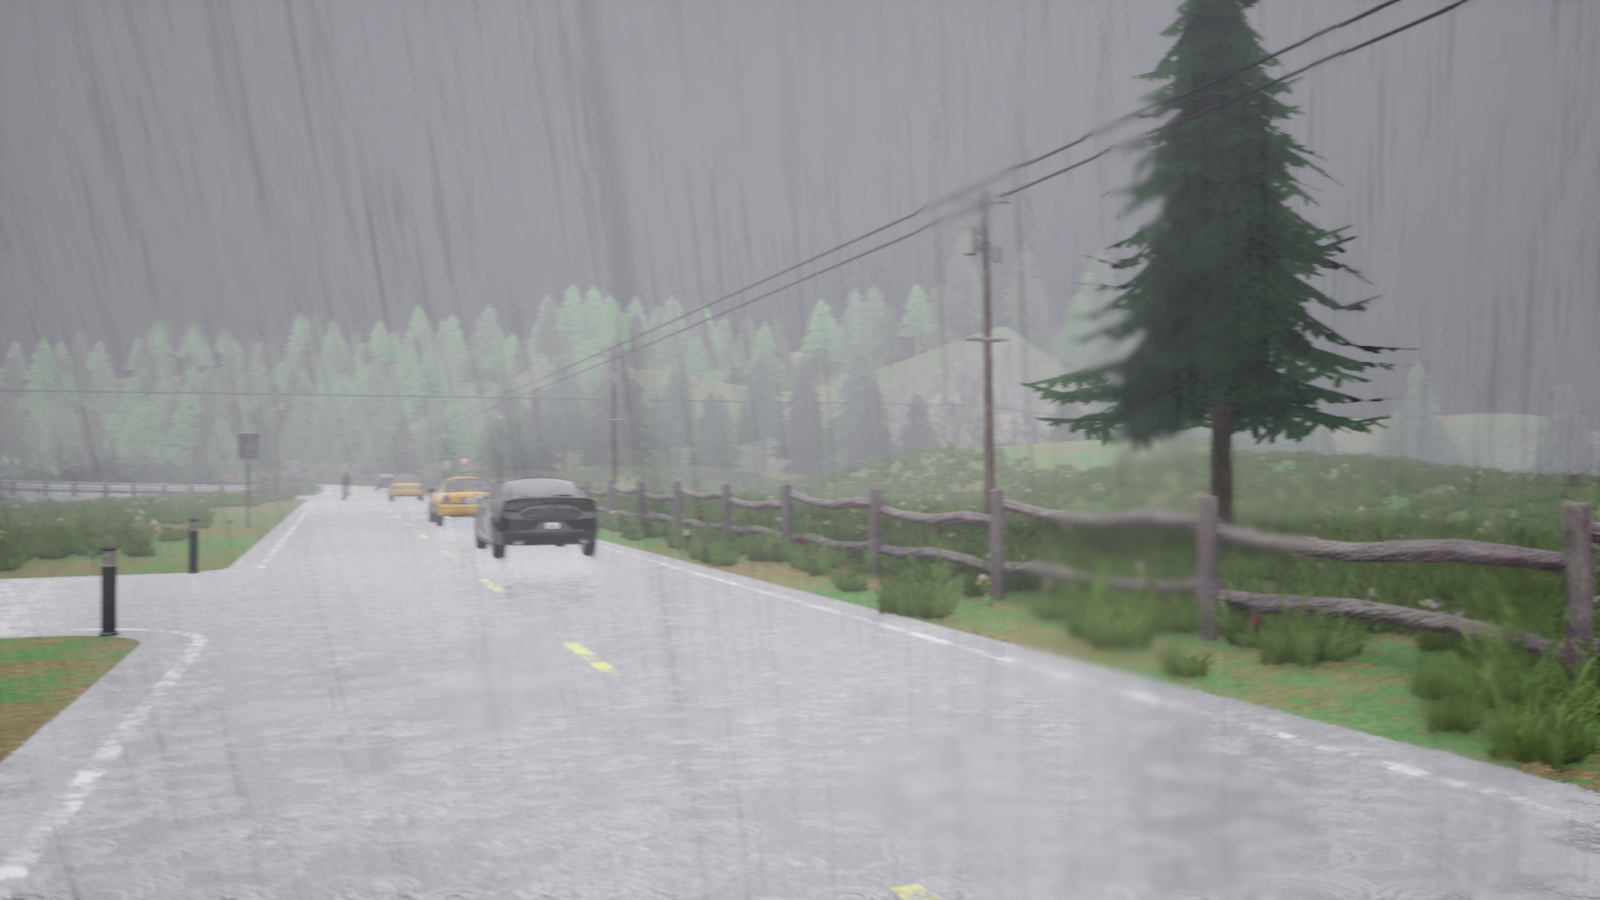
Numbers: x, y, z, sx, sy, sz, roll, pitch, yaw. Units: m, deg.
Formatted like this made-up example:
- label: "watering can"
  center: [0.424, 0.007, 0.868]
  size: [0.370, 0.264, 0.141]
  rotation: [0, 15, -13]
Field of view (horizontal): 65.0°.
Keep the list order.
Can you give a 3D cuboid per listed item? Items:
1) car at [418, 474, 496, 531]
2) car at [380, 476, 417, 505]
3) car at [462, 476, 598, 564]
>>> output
- label: "car"
  center: [-10.539, 1.545, 38.377]
  size: [1.801, 1.575, 5.366]
  rotation: [0, -1, -21]
- label: "car"
  center: [-22.686, 2.251, 70.822]
  size: [1.801, 1.575, 5.366]
  rotation: [0, -1, -20]
- label: "car"
  center: [-5.434, 1.287, 24.777]
  size: [1.882, 1.535, 5.008]
  rotation: [0, -1, -21]
